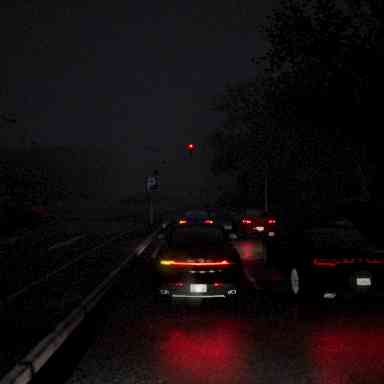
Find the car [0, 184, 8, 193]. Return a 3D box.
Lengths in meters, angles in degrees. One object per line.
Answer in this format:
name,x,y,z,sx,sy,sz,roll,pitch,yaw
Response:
car,-30.935,-0.426,53.737,2.435,2.045,5.566,6,-3,-19

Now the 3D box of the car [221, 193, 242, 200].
car,9.807,1.129,82.898,4.553,1.767,2.185,1,0,-12

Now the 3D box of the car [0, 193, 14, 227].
car,-13.643,1.267,18.913,5.566,2.045,2.435,-1,0,-19

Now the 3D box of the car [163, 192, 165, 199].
car,-9.313,1.359,77.666,4.674,1.452,2.002,-1,0,-13

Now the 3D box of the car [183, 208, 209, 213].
car,0.215,1.551,17.630,1.812,1.442,4.674,0,0,1

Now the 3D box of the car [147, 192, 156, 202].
car,-10.524,1.315,65.713,5.366,1.575,1.946,-1,0,-14

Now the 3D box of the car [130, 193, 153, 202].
car,-10.418,1.196,68.664,4.553,1.767,2.185,-1,0,-14

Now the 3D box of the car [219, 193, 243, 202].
car,7.953,1.141,68.206,4.553,1.767,2.185,1,0,-13

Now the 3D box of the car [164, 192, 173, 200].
car,-8.088,1.357,86.645,4.674,1.452,2.002,-1,0,-12

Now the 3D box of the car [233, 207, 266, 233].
car,3.234,1.550,17.884,1.812,1.442,4.674,0,0,1

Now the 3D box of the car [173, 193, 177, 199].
car,-7.625,1.065,89.649,5.566,2.045,2.435,-1,0,-12

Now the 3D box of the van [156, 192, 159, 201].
van,-9.940,1.093,71.702,4.442,1.987,1.878,-1,0,-14

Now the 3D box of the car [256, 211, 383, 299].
car,3.140,1.488,8.544,1.882,1.535,5.008,0,0,0

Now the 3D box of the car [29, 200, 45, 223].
car,-13.526,1.403,24.927,4.553,1.767,2.185,-1,0,-19

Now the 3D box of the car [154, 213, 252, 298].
car,0.139,1.515,8.506,1.837,1.490,4.892,0,0,0

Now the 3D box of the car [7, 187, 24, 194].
car,-27.941,0.137,53.663,2.002,1.452,4.674,6,-3,-19

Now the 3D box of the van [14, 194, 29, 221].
van,-13.514,1.297,21.949,4.442,1.987,1.878,-1,0,-19

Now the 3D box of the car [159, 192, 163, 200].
car,-9.699,1.321,74.673,4.892,1.521,2.231,-1,0,-13

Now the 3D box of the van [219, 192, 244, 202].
van,7.557,1.043,65.238,4.442,1.987,1.878,1,0,-14

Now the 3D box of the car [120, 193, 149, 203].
car,-11.182,1.358,62.724,4.792,1.488,2.163,-1,0,-15

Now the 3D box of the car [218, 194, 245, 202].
car,8.502,1.264,71.197,5.366,1.575,1.946,1,0,-13
